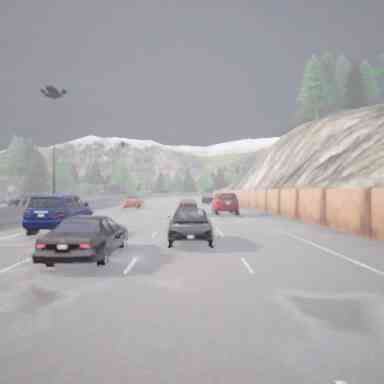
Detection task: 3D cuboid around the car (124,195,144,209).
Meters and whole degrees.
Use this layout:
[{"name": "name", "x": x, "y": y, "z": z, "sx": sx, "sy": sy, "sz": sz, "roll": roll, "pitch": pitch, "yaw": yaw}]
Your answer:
[{"name": "car", "x": -7.579, "y": 1.213, "z": 43.830, "sx": 2.097, "sy": 1.767, "sz": 4.553, "roll": 0, "pitch": 0, "yaw": -1}]

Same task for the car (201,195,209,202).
[{"name": "car", "x": 2.668, "y": 1.278, "z": 58.503, "sx": 1.882, "sy": 1.535, "sz": 5.008, "roll": 0, "pitch": 0, "yaw": -1}]

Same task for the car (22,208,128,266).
[{"name": "car", "x": -3.514, "y": 1.513, "z": 11.424, "sx": 2.033, "sy": 1.411, "sz": 5.357, "roll": 0, "pitch": 0, "yaw": -1}]

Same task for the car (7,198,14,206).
[{"name": "car", "x": -18.133, "y": 1.122, "z": 36.824, "sx": 2.150, "sy": 2.045, "sz": 5.566, "roll": 0, "pitch": 0, "yaw": -1}]

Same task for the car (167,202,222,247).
[{"name": "car", "x": -0.081, "y": 1.443, "z": 14.759, "sx": 2.128, "sy": 1.511, "sz": 4.902, "roll": 0, "pitch": 0, "yaw": -1}]

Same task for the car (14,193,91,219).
[{"name": "car", "x": -7.132, "y": 1.169, "z": 18.280, "sx": 2.150, "sy": 2.045, "sz": 5.566, "roll": 0, "pitch": 0, "yaw": -1}]

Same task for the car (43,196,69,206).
[{"name": "car", "x": -21.886, "y": 1.394, "z": 53.796, "sx": 2.033, "sy": 1.411, "sz": 5.357, "roll": 0, "pitch": 0, "yaw": 0}]

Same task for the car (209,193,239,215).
[{"name": "car", "x": 3.130, "y": 1.111, "z": 31.862, "sx": 2.150, "sy": 2.045, "sz": 5.566, "roll": 0, "pitch": 0, "yaw": -1}]

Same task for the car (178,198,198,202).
[{"name": "car", "x": -0.407, "y": 1.364, "z": 33.861, "sx": 1.882, "sy": 1.535, "sz": 5.008, "roll": 0, "pitch": 0, "yaw": -1}]
